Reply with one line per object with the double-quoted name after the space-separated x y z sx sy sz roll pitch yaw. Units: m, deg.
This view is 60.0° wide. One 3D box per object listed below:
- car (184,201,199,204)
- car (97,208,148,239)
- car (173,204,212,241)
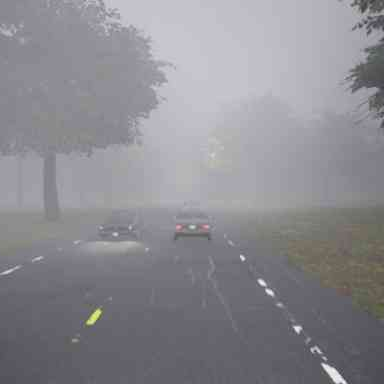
-0.045 1.613 35.944 1.895 1.301 4.718 0 0 0 "car"
-3.565 1.581 18.066 2.033 1.411 5.357 0 0 0 "car"
0.023 1.556 16.829 2.033 1.411 5.357 0 0 0 "car"
